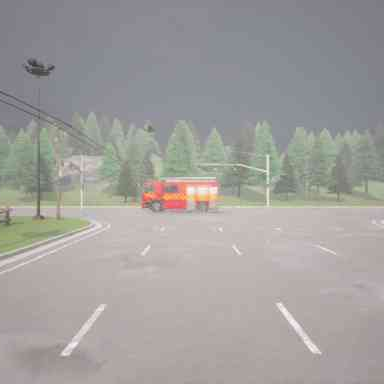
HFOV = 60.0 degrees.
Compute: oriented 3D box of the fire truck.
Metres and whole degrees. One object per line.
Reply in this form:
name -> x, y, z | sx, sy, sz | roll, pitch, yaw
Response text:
fire truck -> -1.165, 0.339, 36.967 | 8.468, 3.827, 2.891 | 0, 0, 6
